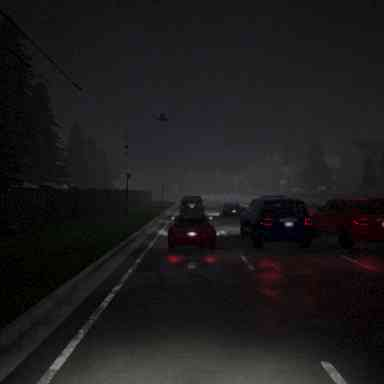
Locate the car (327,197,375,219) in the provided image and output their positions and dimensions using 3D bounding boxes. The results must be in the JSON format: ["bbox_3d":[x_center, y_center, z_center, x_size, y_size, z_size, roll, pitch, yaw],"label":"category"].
[{"bbox_3d":[14.000,1.364,29.620,2.097,1.767,4.553,0,0,0],"label":"car"}]

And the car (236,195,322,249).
[{"bbox_3d":[3.500,1.255,14.680,2.150,2.045,5.566,0,0,0],"label":"car"}]

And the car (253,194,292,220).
[{"bbox_3d":[7.000,1.255,29.680,2.150,2.045,5.566,0,0,0],"label":"car"}]

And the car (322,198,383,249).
[{"bbox_3d":[7.000,1.255,14.680,2.150,2.045,5.566,0,0,0],"label":"car"}]

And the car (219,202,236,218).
[{"bbox_3d":[3.500,1.570,29.650,1.994,1.385,4.181,0,0,0],"label":"car"}]

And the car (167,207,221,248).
[{"bbox_3d":[0.000,1.569,14.650,1.994,1.385,4.181,0,0,0],"label":"car"}]

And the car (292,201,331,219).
[{"bbox_3d":[10.500,1.570,29.650,1.994,1.385,4.181,0,0,0],"label":"car"}]

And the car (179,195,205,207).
[{"bbox_3d":[0.000,1.255,29.680,2.150,2.045,5.566,0,0,0],"label":"car"}]
